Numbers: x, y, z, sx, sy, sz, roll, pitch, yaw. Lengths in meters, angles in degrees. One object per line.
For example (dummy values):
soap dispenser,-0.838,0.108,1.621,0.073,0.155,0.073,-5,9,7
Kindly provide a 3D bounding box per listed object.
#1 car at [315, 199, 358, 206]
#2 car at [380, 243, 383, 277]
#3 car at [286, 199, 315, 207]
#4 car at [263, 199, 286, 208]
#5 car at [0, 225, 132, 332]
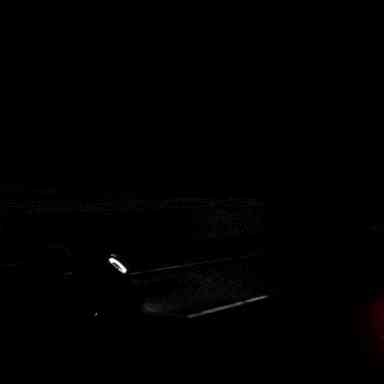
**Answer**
car,14.315,1.530,31.403,5.357,1.411,2.033,0,0,-35
car,6.945,1.349,8.701,4.553,1.767,2.097,0,0,-36
car,12.298,1.460,34.260,5.008,1.535,1.882,0,0,-35
car,10.250,1.530,37.102,5.357,1.411,2.033,0,0,-35
car,-3.345,1.352,5.659,4.553,1.767,2.097,0,0,-36
